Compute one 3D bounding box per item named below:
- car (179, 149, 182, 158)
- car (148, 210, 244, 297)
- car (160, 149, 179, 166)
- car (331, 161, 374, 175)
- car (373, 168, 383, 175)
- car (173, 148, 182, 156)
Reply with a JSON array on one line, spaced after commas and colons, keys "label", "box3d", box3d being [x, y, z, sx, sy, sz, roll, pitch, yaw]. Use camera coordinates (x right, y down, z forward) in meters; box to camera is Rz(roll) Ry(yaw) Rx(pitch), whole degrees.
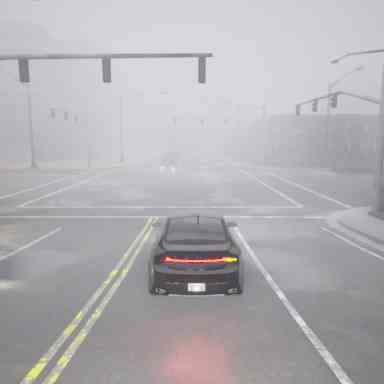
[{"label": "car", "box3d": [-3.492, -7.641, 68.458, 2.033, 1.411, 5.357, 0, 9, 0]}, {"label": "car", "box3d": [0.073, 1.199, 8.032, 1.837, 1.490, 4.892, 0, 4, 0]}, {"label": "car", "box3d": [-3.584, -5.134, 50.064, 2.150, 2.045, 5.566, 0, 9, 0]}, {"label": "car", "box3d": [17.509, -2.671, 36.326, 4.181, 1.385, 1.994, 0, 9, 0]}, {"label": "car", "box3d": [21.431, -2.151, 32.844, 5.357, 1.411, 2.033, 0, 9, 1]}, {"label": "car", "box3d": [-3.490, -9.760, 80.925, 2.097, 1.767, 4.553, 0, 9, 0]}]
